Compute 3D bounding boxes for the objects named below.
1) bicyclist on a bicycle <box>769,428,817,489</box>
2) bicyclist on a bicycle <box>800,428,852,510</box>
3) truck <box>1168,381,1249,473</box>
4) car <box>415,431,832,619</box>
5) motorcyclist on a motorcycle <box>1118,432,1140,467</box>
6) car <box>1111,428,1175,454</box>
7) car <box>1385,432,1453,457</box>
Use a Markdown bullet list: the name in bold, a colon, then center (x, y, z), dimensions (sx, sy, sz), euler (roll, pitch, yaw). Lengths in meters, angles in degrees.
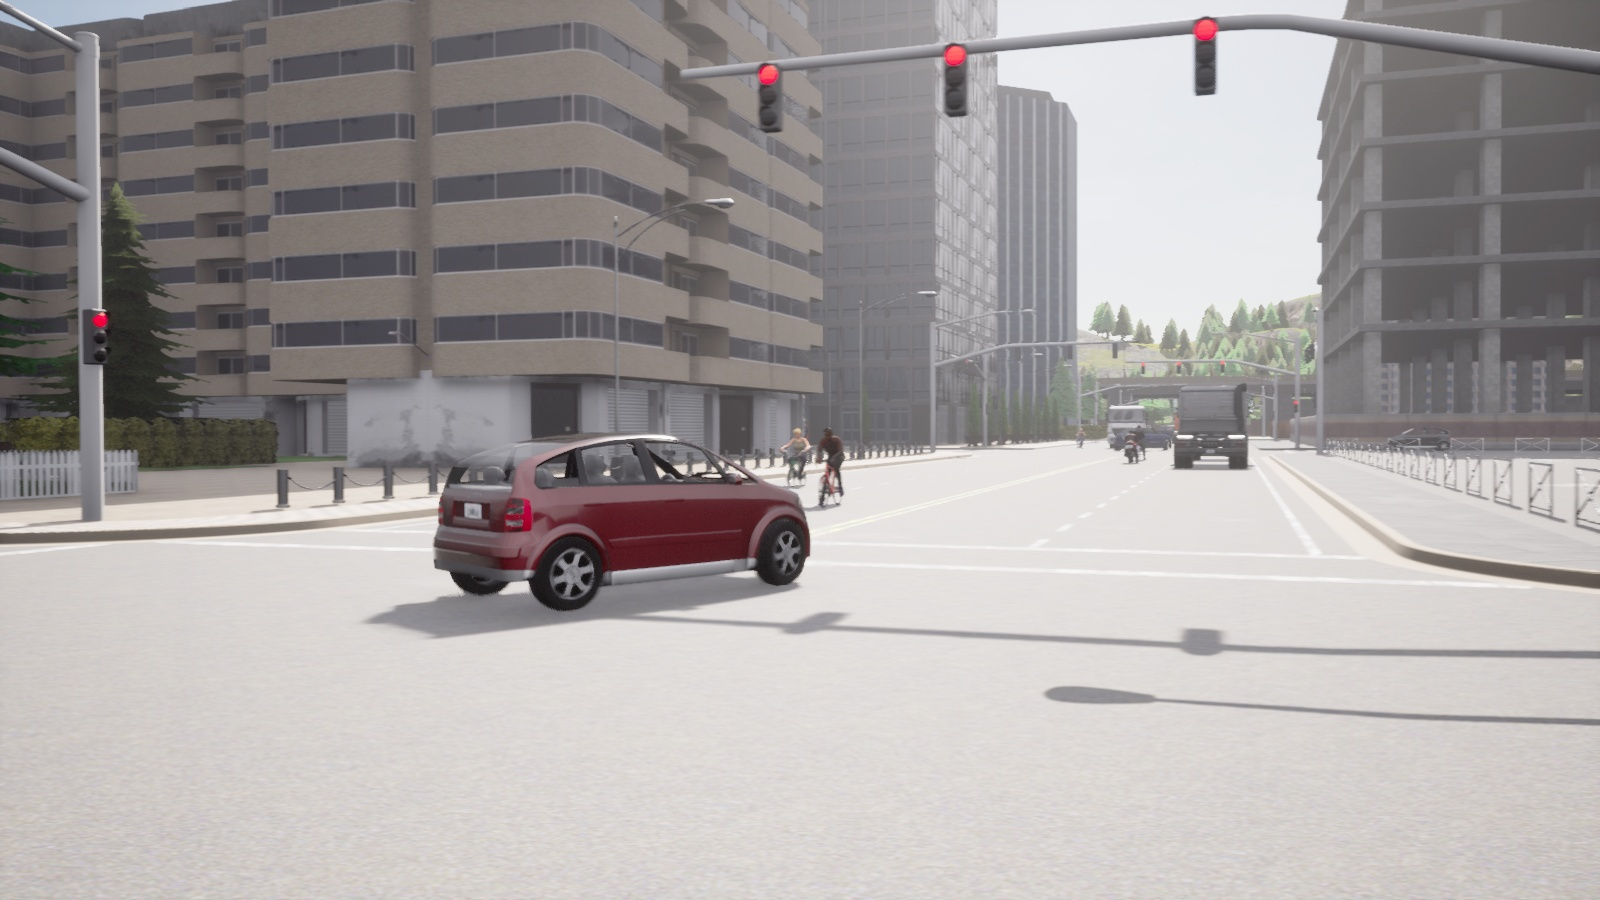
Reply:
- **bicyclist on a bicycle**: center (-0.186, 0.210, 34.342), dimensions (0.866, 1.612, 1.509), euler (1, 1, 19)
- **bicyclist on a bicycle**: center (0.554, 0.368, 25.727), dimensions (0.582, 1.620, 1.656), euler (1, 1, 19)
- **truck**: center (16.808, -0.921, 51.522), dimensions (2.891, 3.462, 7.936), euler (1, 1, 19)
- **car**: center (-1.637, 0.600, 12.356), dimensions (3.705, 1.549, 1.789), euler (-1, 2, -44)
- **motorcyclist on a motorcycle**: center (14.841, -0.046, 56.601), dimensions (0.797, 1.523, 2.044), euler (1, 1, 19)
- **car**: center (23.781, -0.653, 87.005), dimensions (4.553, 1.767, 2.097), euler (-1, 1, -41)
- **car**: center (39.649, -0.395, 80.468), dimensions (3.705, 1.549, 1.789), euler (1, 1, 19)
